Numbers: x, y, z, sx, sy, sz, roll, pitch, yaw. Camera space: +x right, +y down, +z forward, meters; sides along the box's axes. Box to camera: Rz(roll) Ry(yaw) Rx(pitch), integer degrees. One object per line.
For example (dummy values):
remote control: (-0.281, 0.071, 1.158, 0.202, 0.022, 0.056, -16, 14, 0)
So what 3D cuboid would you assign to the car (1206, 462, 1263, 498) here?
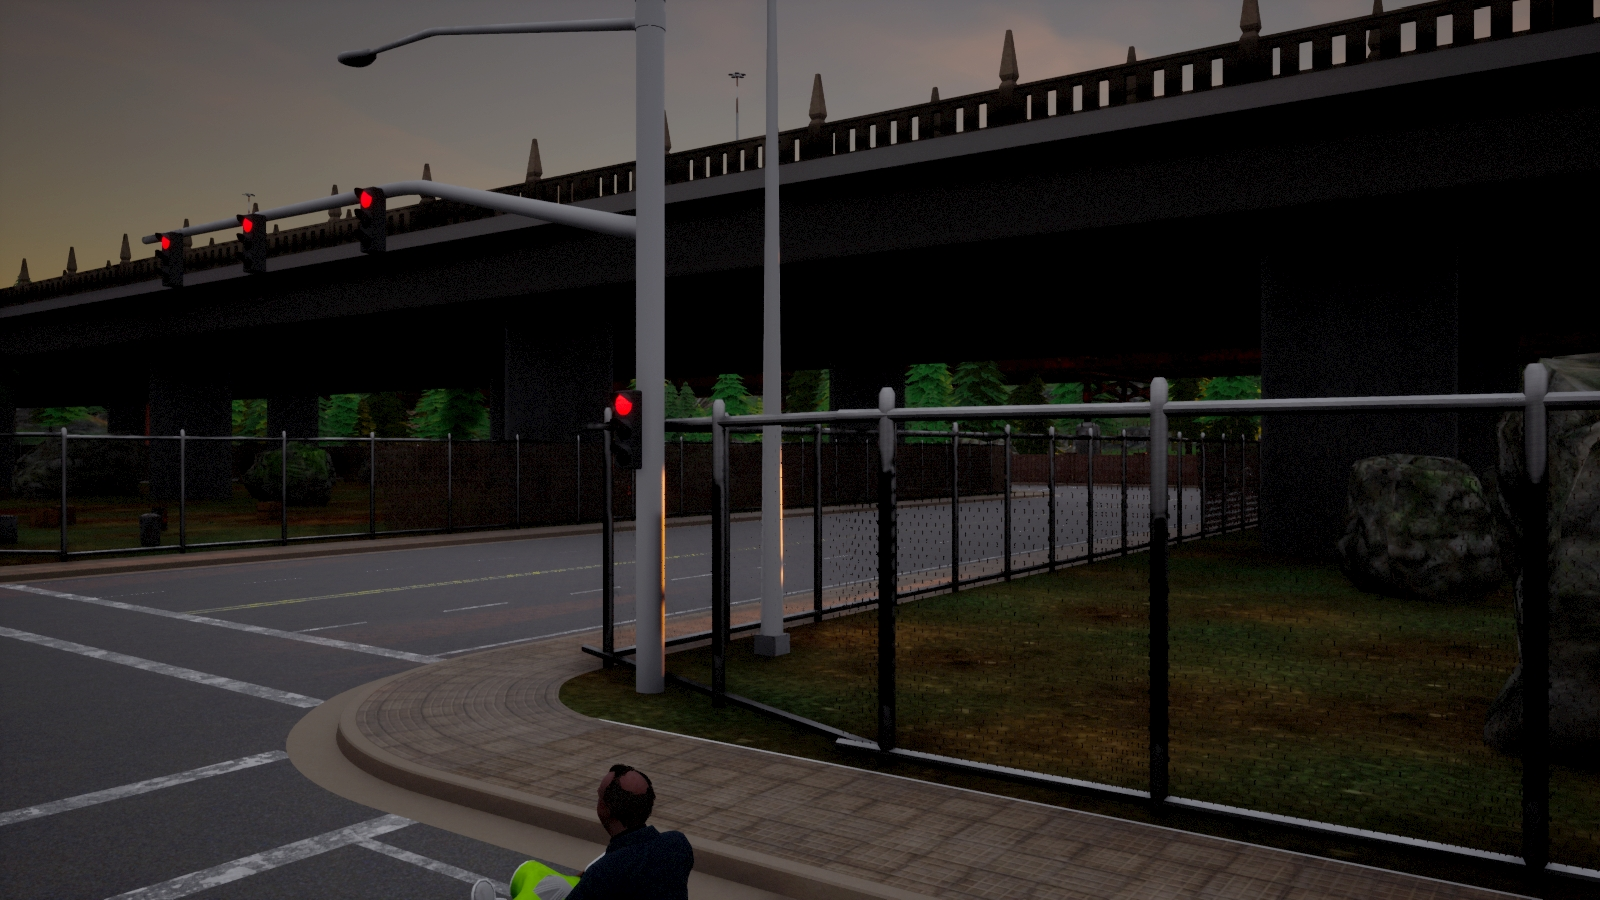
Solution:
car: (26.757, 1.781, 70.236, 2.150, 2.045, 5.566, 0, 0, 33)
